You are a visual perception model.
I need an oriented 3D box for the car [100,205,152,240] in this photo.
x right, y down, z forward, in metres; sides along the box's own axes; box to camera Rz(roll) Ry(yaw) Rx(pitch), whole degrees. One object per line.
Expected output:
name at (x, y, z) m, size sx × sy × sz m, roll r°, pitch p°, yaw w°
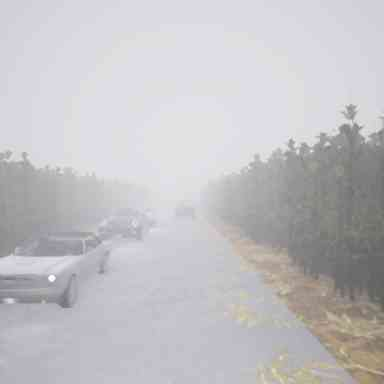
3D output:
car at (-3.606, 1.567, 18.300) m, size 2.097 × 1.767 × 4.553 m, roll 0°, pitch -1°, yaw -1°

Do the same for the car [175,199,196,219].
car at (-0.654, 1.734, 32.487) m, size 1.882 × 1.535 × 5.008 m, roll 0°, pitch 0°, yaw -1°

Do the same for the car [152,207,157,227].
car at (-3.683, 1.783, 25.356) m, size 1.812 × 1.442 × 4.674 m, roll 0°, pitch 0°, yaw -1°

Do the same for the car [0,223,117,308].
car at (-3.372, 1.705, 8.280) m, size 1.895 × 1.301 × 4.718 m, roll 0°, pitch -1°, yaw -1°

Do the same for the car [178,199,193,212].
car at (-0.924, 1.715, 43.590) m, size 1.837 × 1.490 × 4.892 m, roll 0°, pitch 0°, yaw -2°
